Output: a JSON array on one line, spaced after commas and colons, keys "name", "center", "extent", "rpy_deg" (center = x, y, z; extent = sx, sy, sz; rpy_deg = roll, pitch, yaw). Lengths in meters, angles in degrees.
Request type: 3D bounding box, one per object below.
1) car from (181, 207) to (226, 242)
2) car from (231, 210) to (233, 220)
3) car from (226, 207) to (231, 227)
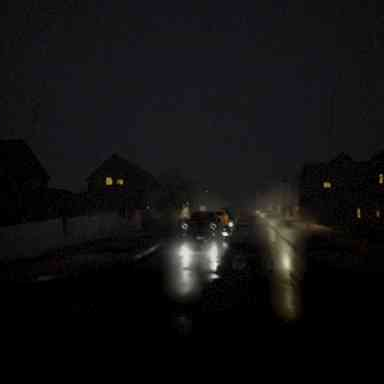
[{"name": "car", "center": [0.698, 1.958, 20.133], "extent": [2.097, 1.767, 4.553], "rpy_deg": [-1, -2, 9]}, {"name": "car", "center": [4.238, 2.729, 42.538], "extent": [1.882, 1.535, 5.008], "rpy_deg": [-1, -1, 9]}, {"name": "car", "center": [2.215, 2.355, 29.737], "extent": [1.882, 1.535, 5.008], "rpy_deg": [-1, -2, 9]}]
